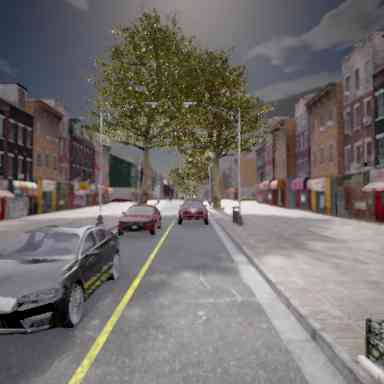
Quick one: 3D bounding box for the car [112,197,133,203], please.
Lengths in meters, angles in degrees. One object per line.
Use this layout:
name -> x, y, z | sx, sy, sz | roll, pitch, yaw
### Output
car -> -14.843, 1.712, 71.084 | 4.507, 1.381, 1.887 | -1, -1, 0

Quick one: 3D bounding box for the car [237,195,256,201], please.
car -> 12.170, 1.395, 71.263 | 4.829, 1.417, 1.752 | -1, -1, 0

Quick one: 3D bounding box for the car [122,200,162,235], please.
car -> -2.784, 1.447, 18.709 | 1.882, 1.535, 5.008 | 0, 0, 1

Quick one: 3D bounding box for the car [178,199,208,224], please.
car -> 0.090, 1.320, 24.780 | 2.097, 1.767, 4.553 | 0, 0, 0

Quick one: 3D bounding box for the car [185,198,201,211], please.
car -> 0.100, 1.545, 42.178 | 1.994, 1.385, 4.181 | 0, 0, 0

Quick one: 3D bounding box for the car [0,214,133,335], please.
car -> -2.815, 1.476, 7.036 | 2.128, 1.511, 4.902 | 0, 0, 0
